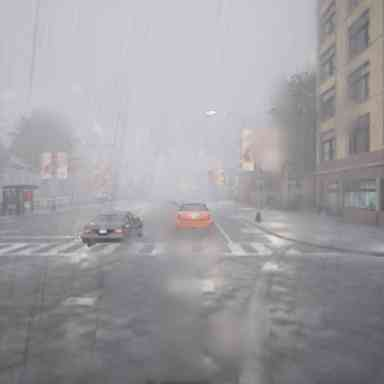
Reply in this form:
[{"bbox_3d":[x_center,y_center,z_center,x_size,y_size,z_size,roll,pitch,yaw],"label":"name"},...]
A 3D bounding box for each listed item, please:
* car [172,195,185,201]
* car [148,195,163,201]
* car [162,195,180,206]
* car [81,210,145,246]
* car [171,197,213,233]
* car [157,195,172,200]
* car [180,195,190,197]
[{"bbox_3d":[-3.491,1.574,86.514,1.994,1.385,4.181,0,0,21],"label":"car"},{"bbox_3d":[-9.905,1.542,88.050,2.002,1.452,4.674,0,0,20],"label":"car"},{"bbox_3d":[-3.485,1.615,56.345,1.895,1.301,4.718,0,0,0],"label":"car"},{"bbox_3d":[-3.401,1.551,15.206,2.033,1.411,5.357,0,0,0],"label":"car"},{"bbox_3d":[0.098,1.357,19.790,2.097,1.767,4.553,0,0,0],"label":"car"},{"bbox_3d":[-7.741,1.618,93.356,1.895,1.301,4.718,0,0,30],"label":"car"},{"bbox_3d":[-2.551,1.615,77.360,1.895,1.301,4.718,0,0,13],"label":"car"}]
